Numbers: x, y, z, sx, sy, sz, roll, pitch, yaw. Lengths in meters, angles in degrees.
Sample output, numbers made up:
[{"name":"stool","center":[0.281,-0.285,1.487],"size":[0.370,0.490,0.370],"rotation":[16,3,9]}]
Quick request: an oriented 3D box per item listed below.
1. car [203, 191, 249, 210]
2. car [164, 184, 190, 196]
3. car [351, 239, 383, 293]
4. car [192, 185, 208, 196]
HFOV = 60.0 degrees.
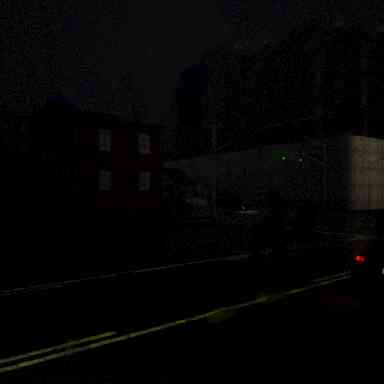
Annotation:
[{"name":"car","center":[3.999,1.105,37.592],"size":[2.033,1.411,5.357],"rotation":[0,5,-36]},{"name":"car","center":[-2.578,-0.321,46.803],"size":[1.895,1.301,4.718],"rotation":[0,10,-36]},{"name":"car","center":[5.579,1.564,7.732],"size":[4.181,1.385,1.994],"rotation":[0,0,-35]},{"name":"car","center":[0.580,-0.344,48.735],"size":[1.812,1.442,4.674],"rotation":[0,10,-36]}]
